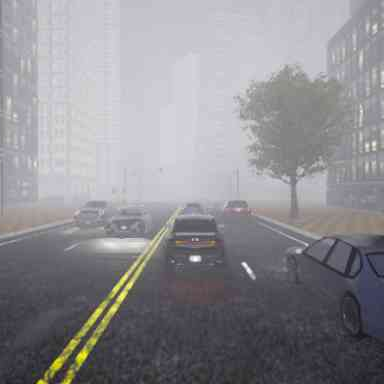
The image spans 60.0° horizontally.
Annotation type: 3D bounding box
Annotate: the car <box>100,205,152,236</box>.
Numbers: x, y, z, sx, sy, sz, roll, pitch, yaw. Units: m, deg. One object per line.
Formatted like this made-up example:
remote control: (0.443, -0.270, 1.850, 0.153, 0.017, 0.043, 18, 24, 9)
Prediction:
car: (-3.354, 1.552, 18.283, 1.994, 1.385, 4.181, 0, 0, 0)

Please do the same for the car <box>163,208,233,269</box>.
car: (0.092, 1.498, 11.126, 1.837, 1.490, 4.892, 0, 0, 0)

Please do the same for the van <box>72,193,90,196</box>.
van: (-22.660, 1.105, 67.765, 3.998, 1.788, 1.690, 0, 0, 1)

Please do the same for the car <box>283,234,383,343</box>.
car: (3.334, 1.545, 6.469, 2.033, 1.411, 5.357, 0, 0, 0)

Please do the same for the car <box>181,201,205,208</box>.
car: (0.092, 1.502, 27.334, 1.812, 1.442, 4.674, 0, 0, 0)

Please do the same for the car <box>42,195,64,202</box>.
car: (-28.200, 1.284, 67.812, 4.507, 1.381, 1.887, 0, 0, 1)

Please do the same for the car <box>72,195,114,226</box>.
car: (-6.603, 1.333, 23.331, 2.097, 1.767, 4.553, 0, 0, 0)

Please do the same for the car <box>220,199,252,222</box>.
car: (3.339, 1.330, 26.078, 2.097, 1.767, 4.553, 0, 0, 0)
